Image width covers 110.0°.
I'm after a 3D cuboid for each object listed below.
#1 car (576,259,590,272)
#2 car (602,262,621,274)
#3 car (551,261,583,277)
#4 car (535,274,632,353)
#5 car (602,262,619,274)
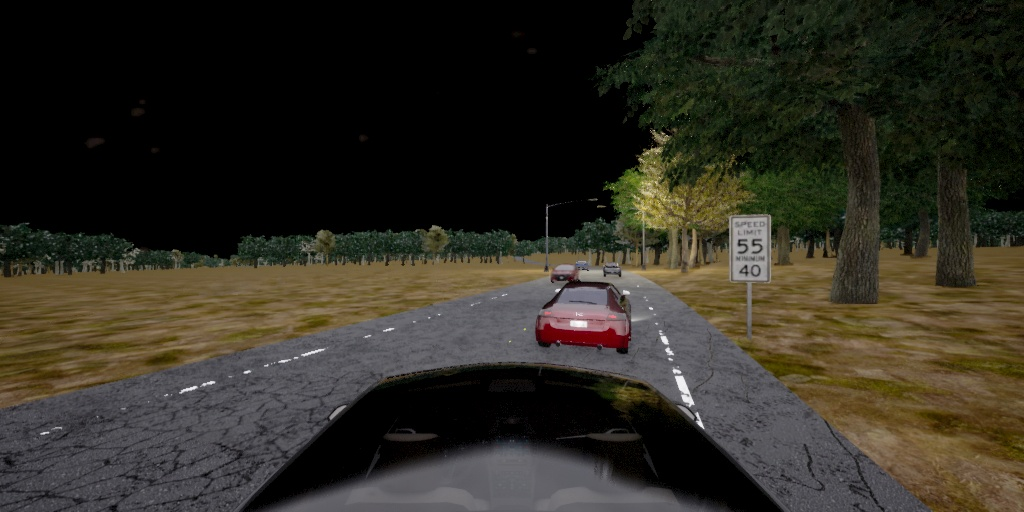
[{"bbox_3d":[8.521,1.151,43.789,1.882,1.535,5.008,0,-1,14],"label":"car"},{"bbox_3d":[11.093,1.519,39.657,2.128,1.511,4.902,0,-1,15],"label":"car"},{"bbox_3d":[4.349,1.383,28.918,1.882,1.535,5.008,0,-1,16],"label":"car"},{"bbox_3d":[1.960,1.326,9.031,1.994,1.385,4.181,0,0,18],"label":"car"},{"bbox_3d":[13.612,1.629,49.765,2.128,1.511,4.902,0,-1,14],"label":"car"}]
